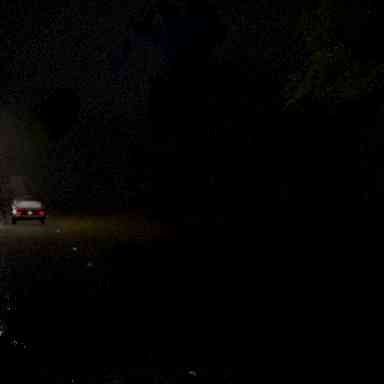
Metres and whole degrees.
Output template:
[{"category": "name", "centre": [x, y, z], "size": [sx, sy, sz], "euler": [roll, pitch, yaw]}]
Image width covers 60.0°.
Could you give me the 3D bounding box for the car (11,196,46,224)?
[{"category": "car", "centre": [-10.547, 1.214, 21.504], "size": [2.033, 1.411, 5.357], "euler": [2, 0, -28]}]

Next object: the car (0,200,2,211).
[{"category": "car", "centre": [-17.064, 1.025, 27.831], "size": [1.895, 1.301, 4.718], "euler": [2, 0, -28]}]

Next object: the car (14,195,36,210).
[{"category": "car", "centre": [-17.183, 1.015, 34.144], "size": [1.895, 1.301, 4.718], "euler": [2, 0, -27]}]
